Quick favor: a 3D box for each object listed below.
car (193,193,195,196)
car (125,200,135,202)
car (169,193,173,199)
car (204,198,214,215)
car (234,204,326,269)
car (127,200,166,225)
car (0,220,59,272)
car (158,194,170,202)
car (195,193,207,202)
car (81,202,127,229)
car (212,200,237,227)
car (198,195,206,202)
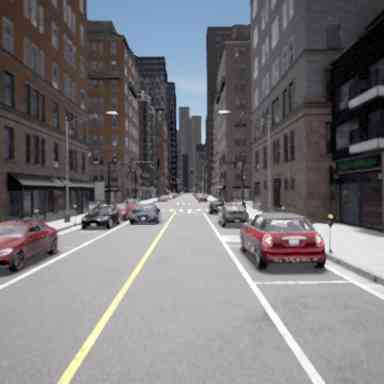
[{"bbox_3d":[2.078,1.288,91.704,1.967,1.590,4.097,-1,0,0],"label":"car"},{"bbox_3d":[-5.919,1.584,27.400,1.802,1.307,4.206,-1,0,-1],"label":"car"},{"bbox_3d":[-6.363,1.491,80.819,2.008,1.369,4.403,-1,0,0],"label":"car"},{"bbox_3d":[2.555,1.460,32.980,1.947,1.339,4.313,-1,0,-1],"label":"car"},{"bbox_3d":[2.759,1.382,10.975,1.967,1.590,4.097,-1,0,-1],"label":"car"},{"bbox_3d":[-3.215,1.544,23.762,1.994,1.385,4.181,-1,0,-1],"label":"car"},{"bbox_3d":[-5.764,1.620,10.897,1.802,1.307,4.206,-1,0,-1],"label":"car"},{"bbox_3d":[-6.281,1.526,70.003,1.802,1.307,4.206,-1,0,0],"label":"car"},{"bbox_3d":[2.241,1.288,70.069,1.967,1.590,4.097,-1,0,0],"label":"car"},{"bbox_3d":[-5.867,1.580,21.899,1.947,1.339,4.313,-1,0,-1],"label":"car"},{"bbox_3d":[2.657,1.468,21.978,2.008,1.369,4.403,-1,0,-1],"label":"car"},{"bbox_3d":[2.200,1.370,75.648,1.752,1.417,4.829,-1,0,0],"label":"car"}]
